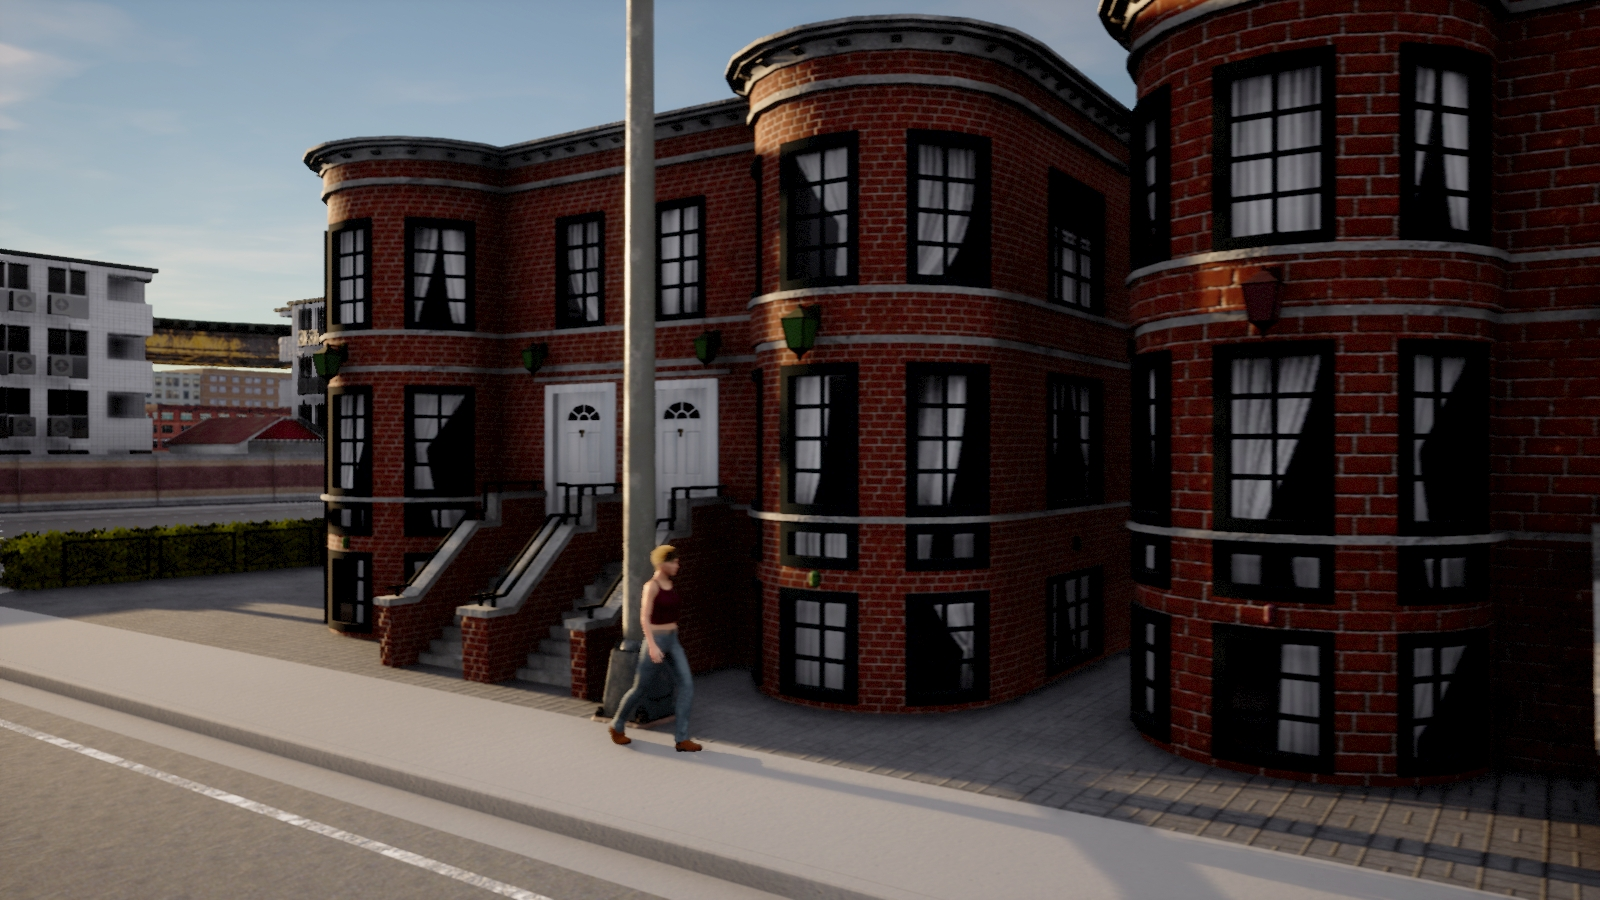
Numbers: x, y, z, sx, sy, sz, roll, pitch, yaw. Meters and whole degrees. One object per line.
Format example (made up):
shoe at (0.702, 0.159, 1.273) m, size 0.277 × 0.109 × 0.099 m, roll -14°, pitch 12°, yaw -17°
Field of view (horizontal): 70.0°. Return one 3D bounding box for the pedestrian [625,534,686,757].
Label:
pedestrian at (-1.260, 1.683, 9.986) m, size 0.375 × 1.860 × 0.375 m, roll 0°, pitch 0°, yaw 28°
